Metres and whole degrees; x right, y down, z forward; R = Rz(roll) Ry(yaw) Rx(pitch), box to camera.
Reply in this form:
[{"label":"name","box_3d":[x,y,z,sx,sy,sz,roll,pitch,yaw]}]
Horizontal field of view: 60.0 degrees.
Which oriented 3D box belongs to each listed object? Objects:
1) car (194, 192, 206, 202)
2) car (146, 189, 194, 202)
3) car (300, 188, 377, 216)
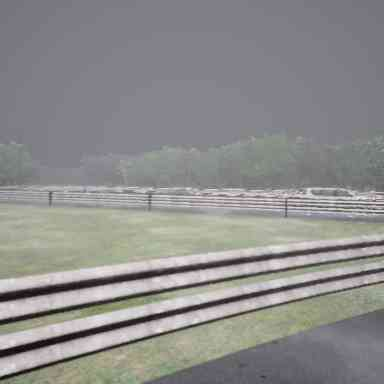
[{"label":"car","box_3d":[-0.677,0.451,39.376,5.008,1.535,1.882,1,2,24]},{"label":"car","box_3d":[-2.614,0.640,36.411,4.718,1.301,1.895,1,2,23]},{"label":"car","box_3d":[11.524,0.700,26.389,5.566,2.045,2.150,1,2,24]}]
